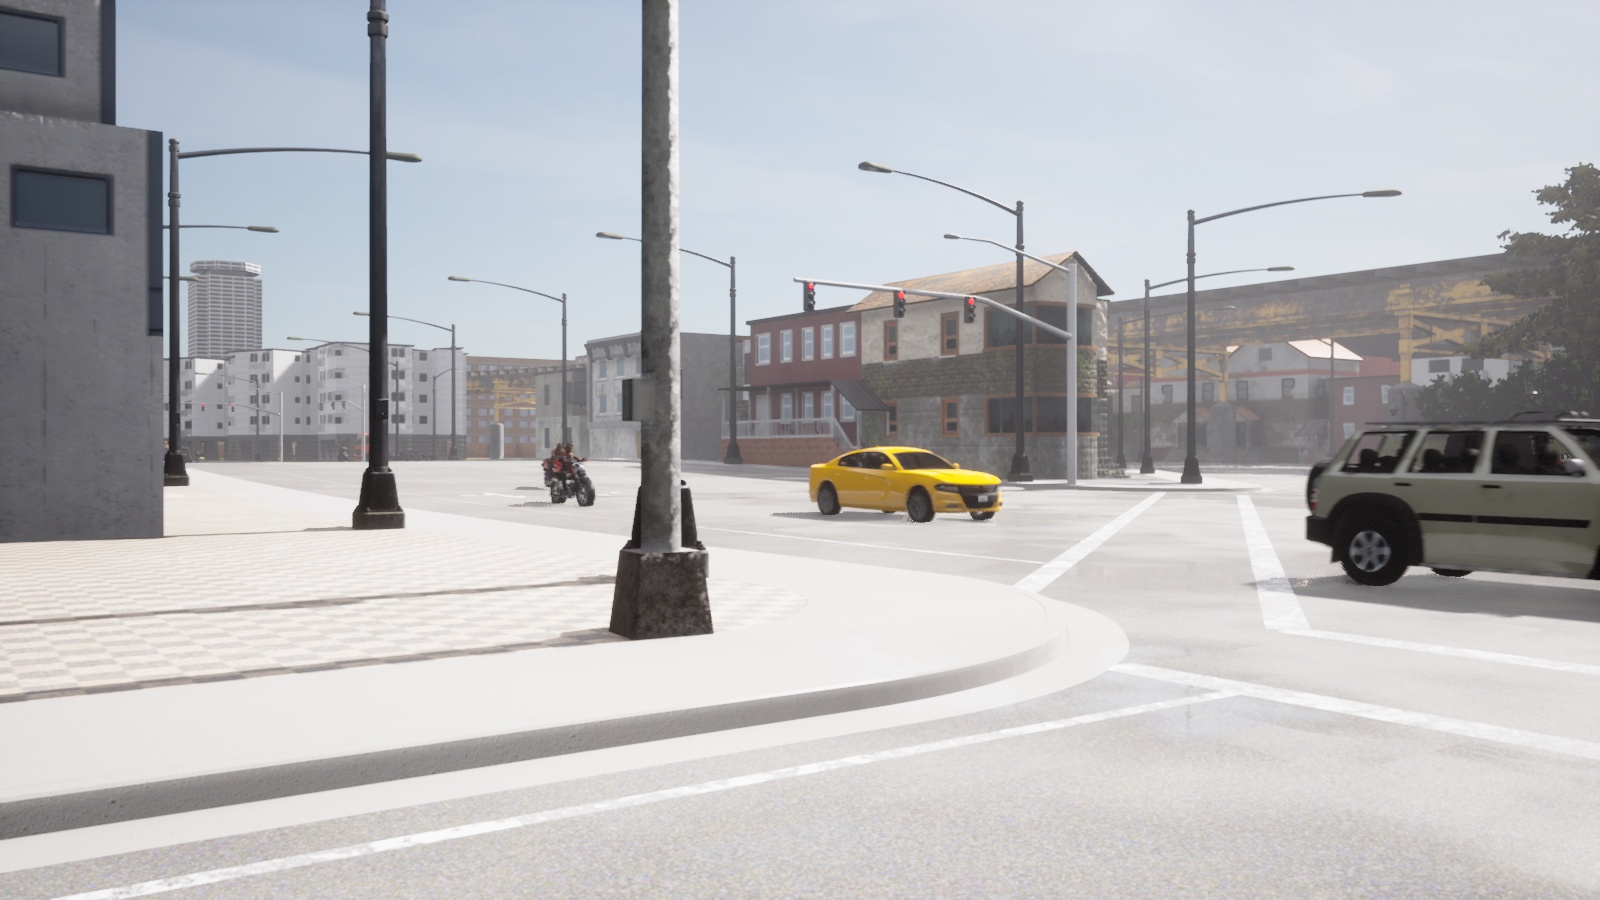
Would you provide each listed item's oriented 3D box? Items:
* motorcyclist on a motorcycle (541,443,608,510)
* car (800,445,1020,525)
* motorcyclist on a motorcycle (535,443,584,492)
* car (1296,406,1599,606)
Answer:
[{"bbox_3d":[-5.752,0.643,31.910,0.766,1.649,2.350,-1,1,-35],"label":"motorcyclist on a motorcycle"},{"bbox_3d":[2.209,0.661,26.721,1.882,1.535,5.008,0,0,-35],"label":"car"},{"bbox_3d":[-7.870,0.546,40.962,0.797,1.523,2.044,0,1,-35],"label":"motorcyclist on a motorcycle"},{"bbox_3d":[7.725,0.510,12.868,1.932,1.855,4.605,0,0,-35],"label":"car"}]
